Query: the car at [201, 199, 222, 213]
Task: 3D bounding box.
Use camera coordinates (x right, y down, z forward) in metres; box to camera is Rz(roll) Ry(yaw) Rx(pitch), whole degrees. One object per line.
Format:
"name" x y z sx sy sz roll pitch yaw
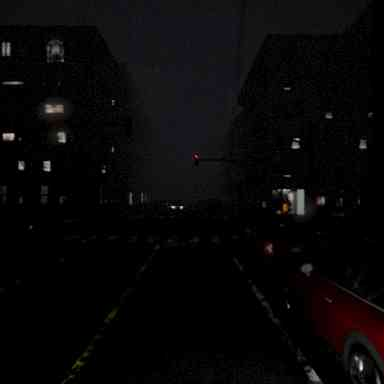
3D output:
"car" 2.696 1.754 42.990 2.192 1.841 5.009 0 -1 0

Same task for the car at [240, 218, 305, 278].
"car" 2.693 1.539 10.491 1.967 1.590 4.097 0 -1 0

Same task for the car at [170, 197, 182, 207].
"car" -2.989 2.216 69.168 1.882 1.535 5.008 0 -1 0

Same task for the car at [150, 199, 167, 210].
"car" -5.683 2.132 54.086 1.947 1.339 4.313 0 -1 0

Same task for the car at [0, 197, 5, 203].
"car" -19.365 1.286 29.908 5.009 1.841 2.192 1 -2 0

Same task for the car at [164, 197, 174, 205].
"car" -5.679 2.199 81.828 2.192 1.841 5.009 0 -1 0

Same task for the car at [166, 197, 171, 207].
"car" -5.681 2.216 65.013 1.752 1.417 4.829 0 -1 0

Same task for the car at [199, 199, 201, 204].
"car" 2.699 2.174 59.633 1.887 1.381 4.507 0 -1 0

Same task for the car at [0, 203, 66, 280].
"car" -5.687 1.414 10.495 2.192 1.841 5.009 0 -1 0

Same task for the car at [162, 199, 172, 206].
"car" -5.680 2.385 76.278 1.947 1.339 4.313 0 -1 0

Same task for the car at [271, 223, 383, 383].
"car" 2.692 1.487 4.947 1.967 1.590 4.097 0 -1 0

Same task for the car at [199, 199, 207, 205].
"car" 2.702 2.428 81.824 1.887 1.381 4.507 0 -1 0
